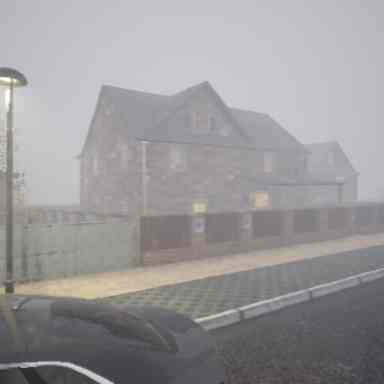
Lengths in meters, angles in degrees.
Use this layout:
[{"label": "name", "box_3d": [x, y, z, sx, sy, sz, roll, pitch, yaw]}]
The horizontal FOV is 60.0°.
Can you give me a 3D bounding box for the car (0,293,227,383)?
[{"label": "car", "box_3d": [-1.958, 1.505, 1.653, 4.892, 1.490, 1.837, 0, 0, -35]}]
